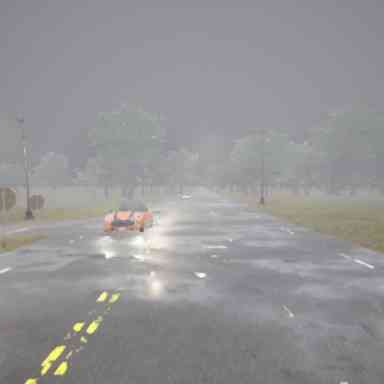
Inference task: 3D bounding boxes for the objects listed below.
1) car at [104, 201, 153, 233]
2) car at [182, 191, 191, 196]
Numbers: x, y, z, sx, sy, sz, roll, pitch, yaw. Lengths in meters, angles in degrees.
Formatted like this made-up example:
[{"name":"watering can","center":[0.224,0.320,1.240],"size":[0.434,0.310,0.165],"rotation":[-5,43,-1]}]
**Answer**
[{"name":"car","center":[-3.533,1.372,19.094],"size":[2.097,1.767,4.553],"rotation":[-2,-2,0]},{"name":"car","center":[-1.339,0.387,86.909],"size":[2.128,1.511,4.902],"rotation":[0,1,6]}]
